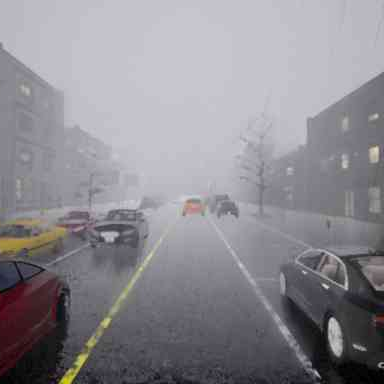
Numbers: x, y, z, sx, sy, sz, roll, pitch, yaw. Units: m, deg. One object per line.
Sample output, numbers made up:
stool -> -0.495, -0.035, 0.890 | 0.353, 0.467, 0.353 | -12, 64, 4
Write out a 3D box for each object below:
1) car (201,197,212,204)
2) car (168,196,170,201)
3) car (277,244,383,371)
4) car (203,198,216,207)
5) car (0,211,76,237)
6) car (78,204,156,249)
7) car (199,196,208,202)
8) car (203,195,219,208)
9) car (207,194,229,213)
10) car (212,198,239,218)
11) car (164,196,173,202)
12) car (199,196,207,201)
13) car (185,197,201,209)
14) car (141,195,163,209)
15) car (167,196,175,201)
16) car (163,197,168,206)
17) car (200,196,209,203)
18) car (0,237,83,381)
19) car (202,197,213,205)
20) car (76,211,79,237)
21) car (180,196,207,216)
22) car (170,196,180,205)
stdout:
car -> 2.836, 1.666, 66.214 | 1.887, 1.381, 4.507 | 1, 0, 0
car -> -5.561, 1.542, 61.006 | 1.967, 1.590, 4.097 | 1, 0, 0
car -> 2.706, 1.563, 5.657 | 2.008, 1.369, 4.403 | 1, 0, 0
car -> 2.807, 1.666, 55.454 | 1.947, 1.339, 4.313 | 1, 0, 0
car -> -5.662, 1.538, 11.038 | 1.752, 1.417, 4.829 | 1, 0, 0
car -> -3.059, 1.513, 14.846 | 2.128, 1.511, 4.902 | 0, 0, 0
car -> 2.969, 1.713, 85.672 | 2.008, 1.369, 4.403 | 1, 0, 0
car -> 2.798, 1.404, 49.922 | 2.192, 1.841, 5.009 | 1, 0, 0
car -> 3.182, 1.288, 38.120 | 2.150, 2.045, 5.566 | 0, 0, 0
car -> 3.206, 1.559, 31.088 | 1.837, 1.490, 4.892 | 0, 0, 0
car -> -5.595, 1.664, 79.081 | 1.752, 1.417, 4.829 | 1, 0, 0
car -> 3.013, 1.745, 93.217 | 1.947, 1.339, 4.313 | 1, 0, 0
car -> 0.194, 1.572, 47.045 | 2.128, 1.511, 4.902 | 0, 0, 0
car -> -5.593, 1.384, 44.408 | 2.192, 1.841, 5.009 | 1, 0, 0
car -> -5.626, 1.714, 90.316 | 2.008, 1.369, 4.403 | 1, 0, 0
car -> -5.574, 1.673, 55.473 | 1.802, 1.307, 4.206 | 1, 0, 0
car -> 2.912, 1.669, 77.451 | 1.752, 1.417, 4.829 | 1, 0, 0
car -> -3.092, 1.568, 4.106 | 1.994, 1.385, 4.181 | 0, 0, 0
car -> 2.818, 1.676, 60.988 | 1.947, 1.339, 4.313 | 1, 0, 0
car -> -5.652, 1.604, 16.742 | 1.802, 1.307, 4.206 | 1, 0, 0
car -> 0.162, 1.407, 33.420 | 2.097, 1.767, 4.553 | 0, 0, 0
car -> -2.905, 1.630, 61.359 | 1.812, 1.442, 4.674 | 0, 0, 1
